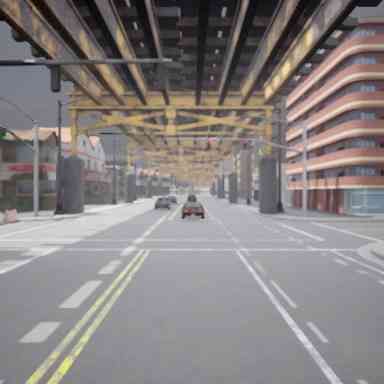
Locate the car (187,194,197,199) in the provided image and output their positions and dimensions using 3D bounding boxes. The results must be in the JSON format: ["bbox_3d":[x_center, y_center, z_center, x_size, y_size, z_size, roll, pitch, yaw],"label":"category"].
[{"bbox_3d":[-0.008,1.302,64.216,1.882,1.535,5.008,0,1,0],"label":"car"}]

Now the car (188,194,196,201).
[{"bbox_3d":[-0.009,1.203,74.630,1.837,1.490,4.892,0,1,0],"label":"car"}]

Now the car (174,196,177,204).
[{"bbox_3d":[-3.549,1.415,58.415,2.033,1.411,5.357,0,0,1],"label":"car"}]

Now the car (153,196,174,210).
[{"bbox_3d":[-3.592,1.433,41.283,1.837,1.490,4.892,0,0,0],"label":"car"}]

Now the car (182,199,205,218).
[{"bbox_3d":[0.094,1.550,29.037,1.895,1.301,4.718,0,0,0],"label":"car"}]
